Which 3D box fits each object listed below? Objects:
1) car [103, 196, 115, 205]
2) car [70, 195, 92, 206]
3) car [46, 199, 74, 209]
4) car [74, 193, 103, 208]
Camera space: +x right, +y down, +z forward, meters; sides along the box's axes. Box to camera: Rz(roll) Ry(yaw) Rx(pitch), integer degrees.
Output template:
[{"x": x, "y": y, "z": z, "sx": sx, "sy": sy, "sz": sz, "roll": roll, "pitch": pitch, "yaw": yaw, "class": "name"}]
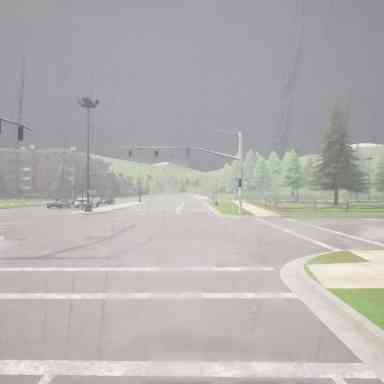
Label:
[{"x": -14.985, "y": 1.492, "z": 58.796, "sx": 2.128, "sy": 1.511, "sz": 4.902, "roll": 0, "pitch": 0, "yaw": 1, "class": "car"}, {"x": -18.511, "y": 1.352, "z": 55.525, "sx": 2.097, "sy": 1.767, "sz": 4.553, "roll": 0, "pitch": 0, "yaw": 0, "class": "car"}, {"x": -18.547, "y": 1.601, "z": 46.397, "sx": 1.895, "sy": 1.301, "sz": 4.718, "roll": 0, "pitch": 0, "yaw": 0, "class": "car"}, {"x": -15.043, "y": 1.221, "z": 48.129, "sx": 2.150, "sy": 2.045, "sz": 5.566, "roll": 0, "pitch": 0, "yaw": 0, "class": "car"}]
